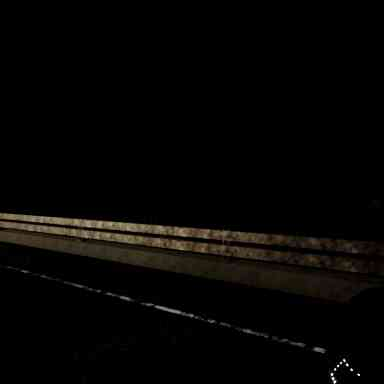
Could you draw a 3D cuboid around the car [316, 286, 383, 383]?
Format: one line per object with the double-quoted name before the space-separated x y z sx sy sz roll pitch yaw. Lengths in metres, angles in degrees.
"car" 3.504 1.223 1.493 5.566 2.045 2.150 0 0 35
